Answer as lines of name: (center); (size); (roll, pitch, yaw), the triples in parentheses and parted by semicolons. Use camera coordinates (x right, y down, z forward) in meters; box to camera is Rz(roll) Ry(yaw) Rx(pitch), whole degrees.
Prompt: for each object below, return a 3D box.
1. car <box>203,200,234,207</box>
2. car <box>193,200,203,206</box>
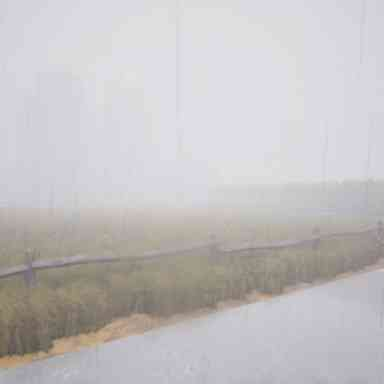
car: (3.918, 1.966, 43.773); (1.895, 1.301, 4.718); (1, 0, -35)
car: (1.776, 1.928, 52.497); (1.812, 1.442, 4.674); (1, 0, -30)
